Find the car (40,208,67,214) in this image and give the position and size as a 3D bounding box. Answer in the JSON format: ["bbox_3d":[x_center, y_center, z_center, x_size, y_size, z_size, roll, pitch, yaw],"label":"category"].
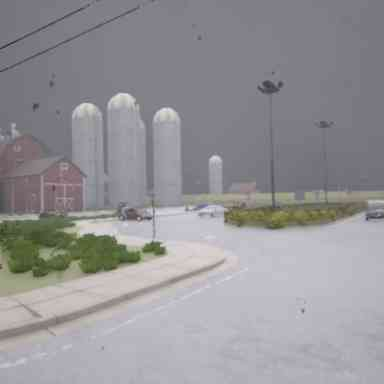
[{"bbox_3d":[-17.255,2.703,41.579,4.193,1.474,1.816,-2,-1,34],"label":"car"}]

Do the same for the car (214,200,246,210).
[{"bbox_3d":[6.458,2.218,54.180,4.605,1.855,1.932,-2,-1,34],"label":"car"}]

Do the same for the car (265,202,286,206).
[{"bbox_3d":[14.154,2.326,55.359,5.357,1.411,2.033,0,-1,-36],"label":"car"}]

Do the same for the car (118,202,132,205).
[{"bbox_3d":[-10.221,2.574,53.096,3.866,1.878,1.905,-2,-1,34],"label":"car"}]

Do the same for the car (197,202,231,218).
[{"bbox_3d":[2.452,2.236,39.236,1.812,1.442,4.674,-2,-1,34],"label":"car"}]

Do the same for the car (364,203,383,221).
[{"bbox_3d":[16.186,1.704,28.703,1.837,1.490,4.892,-2,-1,34],"label":"car"}]

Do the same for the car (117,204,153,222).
[{"bbox_3d":[-5.910,2.345,35.407,3.905,1.438,1.784,-2,-1,34],"label":"car"}]
